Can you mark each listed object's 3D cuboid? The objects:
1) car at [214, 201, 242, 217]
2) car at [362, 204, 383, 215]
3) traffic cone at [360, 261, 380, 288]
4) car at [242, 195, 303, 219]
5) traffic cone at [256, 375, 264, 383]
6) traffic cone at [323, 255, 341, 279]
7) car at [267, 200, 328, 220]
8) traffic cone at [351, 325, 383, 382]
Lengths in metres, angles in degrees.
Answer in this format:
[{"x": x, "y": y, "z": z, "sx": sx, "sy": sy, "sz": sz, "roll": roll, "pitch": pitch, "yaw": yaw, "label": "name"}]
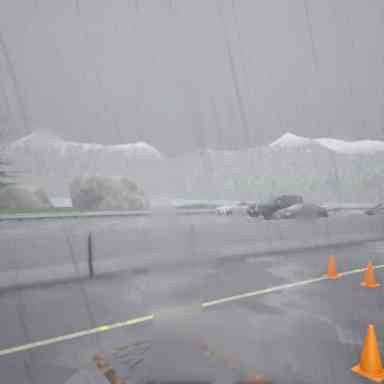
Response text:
[{"x": 4.357, "y": 1.580, "z": 31.483, "sx": 4.674, "sy": 1.442, "sz": 1.812, "roll": 0, "pitch": 0, "yaw": -27, "label": "car"}, {"x": 14.753, "y": 1.632, "z": 24.961, "sx": 4.181, "sy": 1.385, "sz": 1.994, "roll": 0, "pitch": 0, "yaw": -25, "label": "car"}, {"x": 4.343, "y": 1.976, "z": 8.117, "sx": 0.340, "sy": 0.580, "sz": 0.340, "roll": 0, "pitch": 0, "yaw": -35, "label": "traffic cone"}, {"x": 7.487, "y": 1.280, "z": 29.193, "sx": 5.566, "sy": 2.045, "sz": 2.150, "roll": 0, "pitch": 0, "yaw": -27, "label": "car"}, {"x": 0.615, "y": 1.961, "z": 3.008, "sx": 0.340, "sy": 0.580, "sz": 0.340, "roll": 0, "pitch": 0, "yaw": -35, "label": "traffic cone"}, {"x": 3.763, "y": 1.976, "z": 8.931, "sx": 0.340, "sy": 0.580, "sz": 0.340, "roll": 0, "pitch": 0, "yaw": -35, "label": "traffic cone"}, {"x": 8.464, "y": 1.581, "z": 25.736, "sx": 4.674, "sy": 1.442, "sz": 1.812, "roll": 0, "pitch": 0, "yaw": -27, "label": "car"}, {"x": 2.244, "y": 1.966, "z": 4.168, "sx": 0.340, "sy": 0.580, "sz": 0.340, "roll": 0, "pitch": 0, "yaw": -35, "label": "traffic cone"}]
